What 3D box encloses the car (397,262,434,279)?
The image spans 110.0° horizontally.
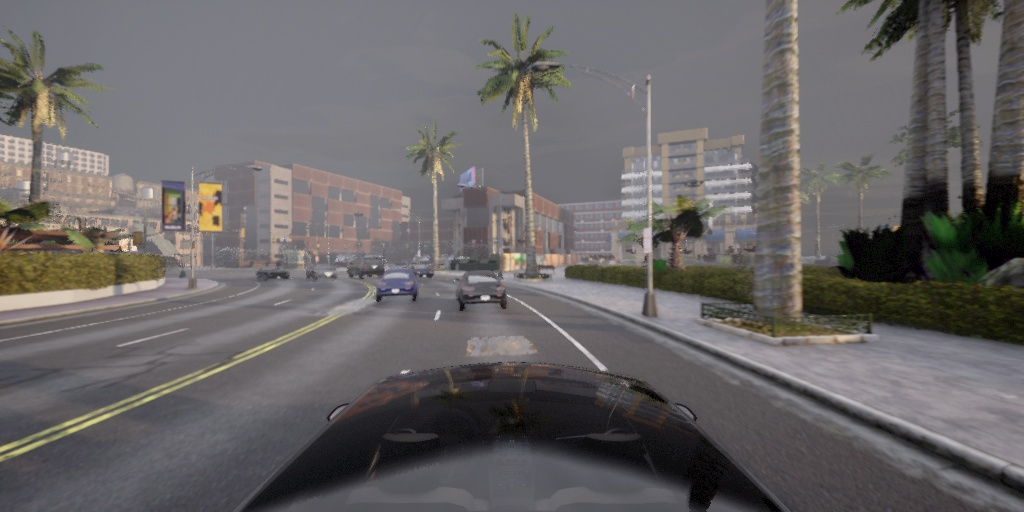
[{"bbox_3d":[-9.071,1.524,33.966,1.895,1.301,4.718,0,0,-34],"label":"car"}]

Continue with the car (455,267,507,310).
[{"bbox_3d":[-1.369,1.332,15.020,1.812,1.442,4.674,0,0,-11],"label":"car"}]

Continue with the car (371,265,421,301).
[{"bbox_3d":[-5.648,1.370,17.940,1.812,1.442,4.674,0,0,-14],"label":"car"}]

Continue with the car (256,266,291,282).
[{"bbox_3d":[-21.886,1.600,32.836,4.718,1.301,1.895,-1,0,45],"label":"car"}]

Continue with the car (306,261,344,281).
[{"bbox_3d":[-17.780,1.467,33.453,2.128,1.511,4.902,0,0,-42],"label":"car"}]

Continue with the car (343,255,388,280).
[{"bbox_3d":[-14.459,1.183,35.337,2.150,2.045,5.566,0,-1,-39],"label":"car"}]
